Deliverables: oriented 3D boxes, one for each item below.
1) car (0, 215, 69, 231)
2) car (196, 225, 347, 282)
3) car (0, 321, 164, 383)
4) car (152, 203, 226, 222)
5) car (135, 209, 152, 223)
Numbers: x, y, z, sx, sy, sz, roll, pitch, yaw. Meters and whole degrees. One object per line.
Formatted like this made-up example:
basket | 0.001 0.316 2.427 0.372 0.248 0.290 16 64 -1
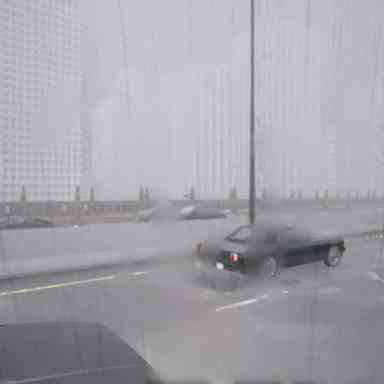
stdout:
car | -6.604 1.569 12.179 4.181 1.385 1.994 0 0 -35
car | 2.528 1.623 9.850 4.718 1.301 1.895 0 0 -35
car | -2.723 1.545 1.807 5.357 1.411 2.033 0 0 -35
car | 0.124 1.561 21.276 4.674 1.442 1.812 0 0 -35
car | -1.836 1.562 24.176 4.674 1.442 1.812 0 0 -35
